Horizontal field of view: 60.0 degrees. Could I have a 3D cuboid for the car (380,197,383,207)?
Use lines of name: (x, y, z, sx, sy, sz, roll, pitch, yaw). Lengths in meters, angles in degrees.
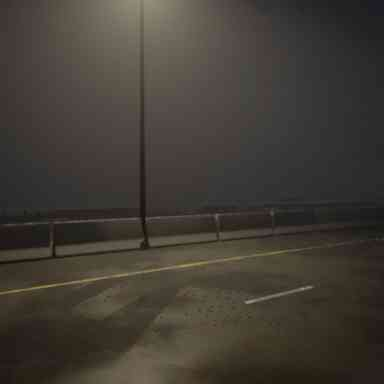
car: (28.177, 0.992, 44.895, 5.566, 2.045, 2.150, 0, 0, -18)
